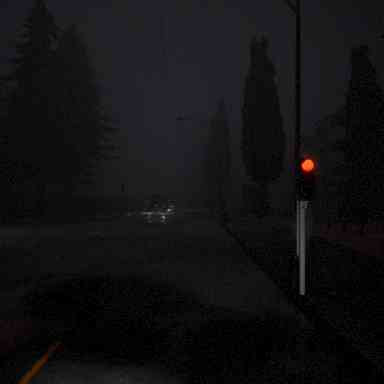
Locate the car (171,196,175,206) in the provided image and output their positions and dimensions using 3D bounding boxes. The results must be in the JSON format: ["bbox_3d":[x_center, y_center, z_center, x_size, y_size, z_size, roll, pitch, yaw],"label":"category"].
[{"bbox_3d":[-4.133,1.221,51.240,2.150,2.045,5.566,0,0,0],"label":"car"}]

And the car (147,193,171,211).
[{"bbox_3d":[-4.138,1.221,40.804,2.150,2.045,5.566,0,0,0],"label":"car"}]

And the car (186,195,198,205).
[{"bbox_3d":[0.063,1.352,58.580,2.097,1.767,4.553,0,0,0],"label":"car"}]

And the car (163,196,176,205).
[{"bbox_3d":[-4.086,1.547,61.943,2.033,1.411,5.357,0,0,0],"label":"car"}]
